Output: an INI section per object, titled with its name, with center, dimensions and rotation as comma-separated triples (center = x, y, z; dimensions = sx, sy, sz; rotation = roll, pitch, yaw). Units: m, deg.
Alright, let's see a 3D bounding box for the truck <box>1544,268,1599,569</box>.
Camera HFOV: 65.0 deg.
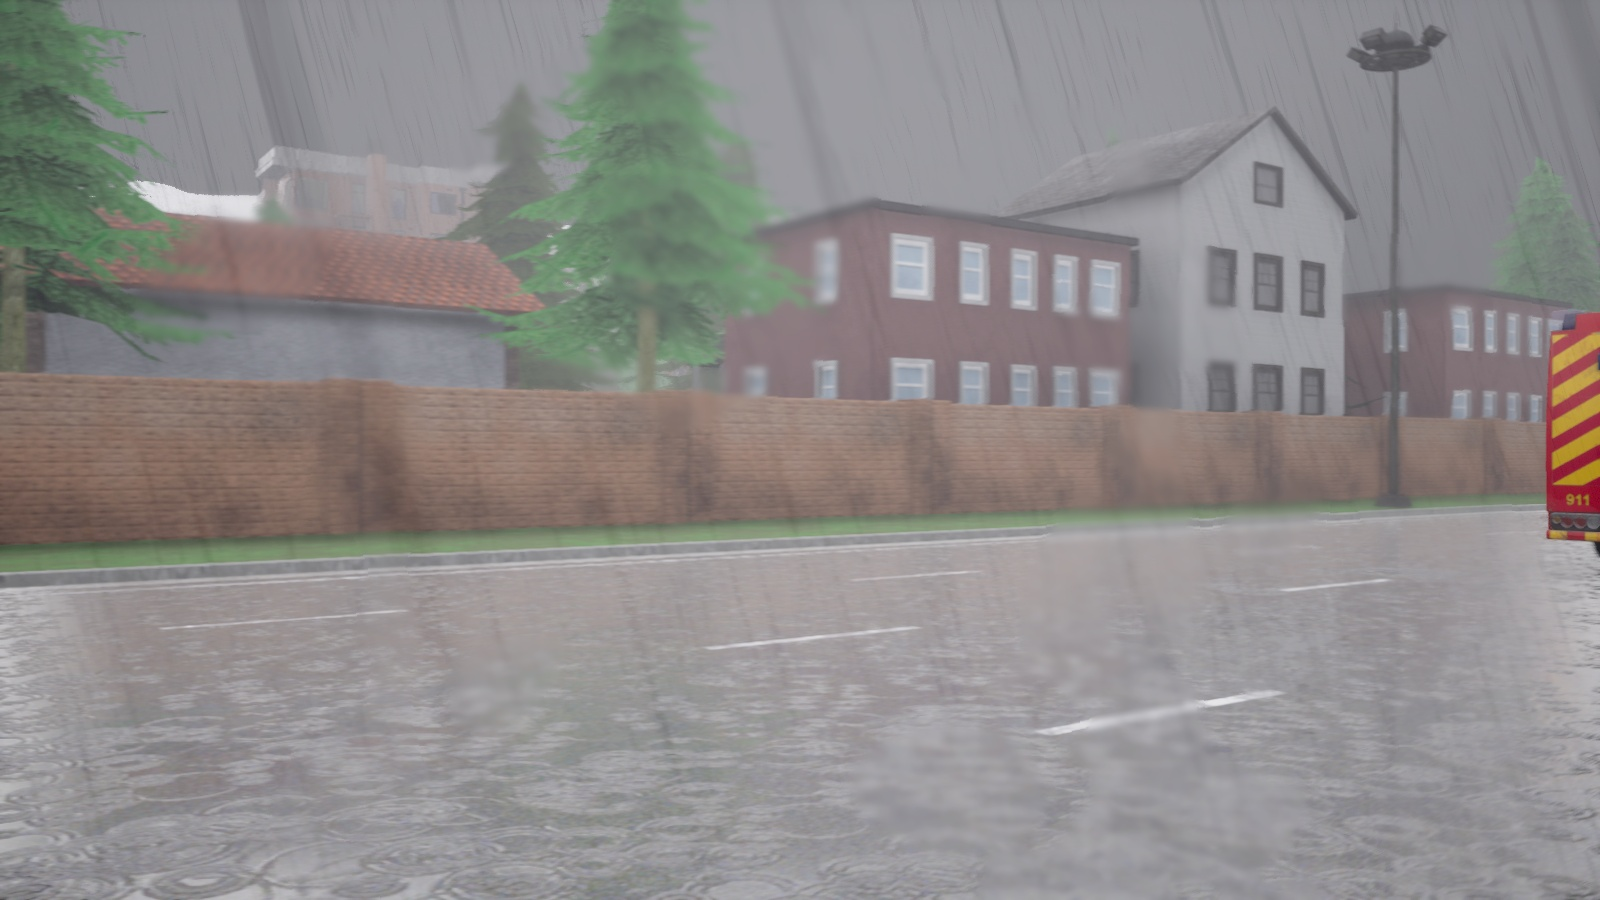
[truck]
center = 14.092, -0.405, 17.737
dimensions = 8.468, 3.827, 2.891
rotation = 0, 0, -35
